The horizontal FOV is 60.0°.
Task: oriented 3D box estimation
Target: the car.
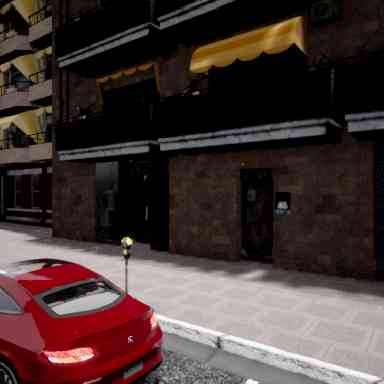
[{"bbox_3d":[-2.267,1.583,4.491,4.206,1.307,1.802,0,0,35],"label":"car"}]
